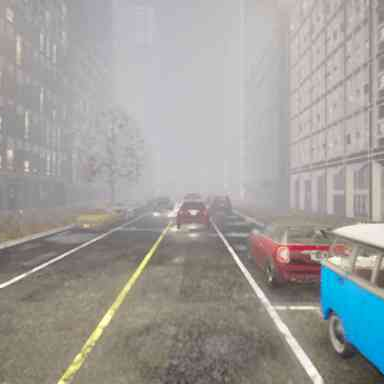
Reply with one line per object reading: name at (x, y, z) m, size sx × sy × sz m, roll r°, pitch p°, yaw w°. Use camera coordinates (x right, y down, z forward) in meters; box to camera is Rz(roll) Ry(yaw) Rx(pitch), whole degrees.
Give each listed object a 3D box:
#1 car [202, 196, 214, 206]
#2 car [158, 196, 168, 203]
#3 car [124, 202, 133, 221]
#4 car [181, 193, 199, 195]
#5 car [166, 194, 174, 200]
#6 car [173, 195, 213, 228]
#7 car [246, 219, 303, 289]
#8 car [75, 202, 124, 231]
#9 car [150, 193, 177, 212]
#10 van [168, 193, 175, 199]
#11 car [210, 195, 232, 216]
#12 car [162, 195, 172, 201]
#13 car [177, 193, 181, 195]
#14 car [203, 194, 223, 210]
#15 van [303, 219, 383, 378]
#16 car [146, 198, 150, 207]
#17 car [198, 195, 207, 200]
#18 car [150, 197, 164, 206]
car at (2.659, 1.415, 54.806) m, size 1.752 × 1.417 × 4.829 m, roll 0°, pitch 0°, yaw 0°
car at (-5.728, 1.442, 66.027) m, size 1.802 × 1.307 × 4.206 m, roll 0°, pitch 0°, yaw 0°
car at (-5.704, 1.504, 26.182) m, size 2.008 × 1.369 × 4.403 m, roll 0°, pitch 0°, yaw 0°
car at (0.073, 1.145, 40.940) m, size 2.150 × 2.045 × 5.566 m, roll 0°, pitch 0°, yaw 0°
car at (-5.742, 1.340, 88.797) m, size 1.887 × 1.381 × 4.507 m, roll 0°, pitch 0°, yaw 0°
car at (0.085, 1.313, 22.221) m, size 2.097 × 1.767 × 4.553 m, roll 0°, pitch 0°, yaw 0°
car at (2.688, 1.426, 9.099) m, size 1.967 × 1.590 × 4.097 m, roll 0°, pitch 0°, yaw 0°
car at (-5.700, 1.490, 20.319) m, size 1.752 × 1.417 × 4.829 m, roll 0°, pitch 0°, yaw 0°
car at (-3.117, 1.283, 37.323) m, size 2.097 × 1.767 × 4.553 m, roll 0°, pitch 0°, yaw 0°
van at (-5.745, 1.119, 94.489) m, size 1.690 × 1.788 × 3.998 m, roll 0°, pitch 0°, yaw 0°
car at (2.675, 1.257, 31.868) m, size 2.192 × 1.841 × 5.009 m, roll 0°, pitch 0°, yaw 0°
car at (-5.736, 1.379, 77.413) m, size 2.008 × 1.369 × 4.403 m, roll 0°, pitch 0°, yaw 0°
car at (-3.049, 1.027, 78.658) m, size 1.882 × 1.535 × 5.008 m, roll 0°, pitch 0°, yaw 0°
car at (2.668, 1.233, 43.252) m, size 2.192 × 1.841 × 5.009 m, roll 0°, pitch 0°, yaw 0°
van at (2.691, 1.336, 3.408) m, size 1.690 × 1.788 × 3.998 m, roll 0°, pitch 0°, yaw 0°
car at (-5.718, 1.455, 48.951) m, size 2.008 × 1.369 × 4.403 m, roll 0°, pitch 0°, yaw 0°
car at (2.642, 1.378, 83.098) m, size 1.947 × 1.339 × 4.313 m, roll 0°, pitch 0°, yaw 0°
car at (-5.722, 1.456, 54.644) m, size 1.947 × 1.339 × 4.313 m, roll 0°, pitch 0°, yaw 0°
